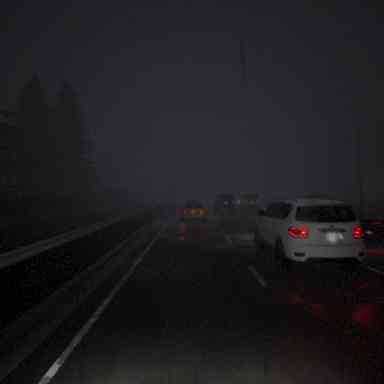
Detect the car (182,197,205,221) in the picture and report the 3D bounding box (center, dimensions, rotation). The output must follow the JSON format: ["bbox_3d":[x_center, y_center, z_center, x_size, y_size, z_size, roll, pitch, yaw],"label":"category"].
[{"bbox_3d":[0.099,1.468,27.243,1.801,1.575,5.366,0,0,0],"label":"car"}]

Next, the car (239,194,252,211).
[{"bbox_3d":[7.092,1.240,41.959,2.150,2.045,5.566,0,0,0],"label":"car"}]

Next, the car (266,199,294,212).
[{"bbox_3d":[10.594,1.566,40.374,2.033,1.411,5.357,0,0,0],"label":"car"}]

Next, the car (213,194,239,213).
[{"bbox_3d":[3.595,1.238,37.719,2.150,2.045,5.566,0,0,0],"label":"car"}]

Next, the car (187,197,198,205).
[{"bbox_3d":[0.091,1.590,61.658,1.994,1.385,4.181,0,0,0],"label":"car"}]

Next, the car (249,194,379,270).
[{"bbox_3d":[3.599,1.227,11.219,2.150,2.045,5.566,0,0,0],"label":"car"}]

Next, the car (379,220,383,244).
[{"bbox_3d":[7.101,1.486,15.790,1.882,1.535,5.008,0,0,0],"label":"car"}]
